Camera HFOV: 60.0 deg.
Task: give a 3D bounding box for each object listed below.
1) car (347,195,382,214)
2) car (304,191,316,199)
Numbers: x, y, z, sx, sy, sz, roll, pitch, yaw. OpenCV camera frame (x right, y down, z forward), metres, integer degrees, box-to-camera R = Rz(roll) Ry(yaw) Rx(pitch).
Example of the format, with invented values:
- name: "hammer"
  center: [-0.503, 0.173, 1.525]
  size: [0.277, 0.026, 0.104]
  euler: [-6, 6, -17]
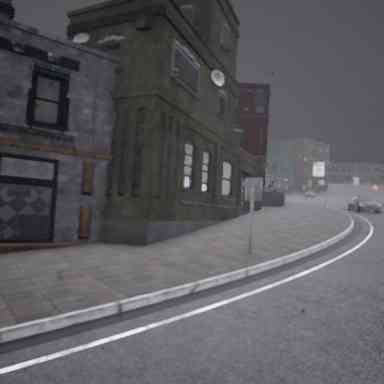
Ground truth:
- name: "car"
  center: [16.755, 1.133, 32.375]
  size: [2.097, 1.767, 4.553]
  euler: [3, 1, 12]
- name: "car"
  center: [25.890, 0.491, 72.727]
  size: [2.097, 1.767, 4.553]
  euler: [2, 1, 26]
